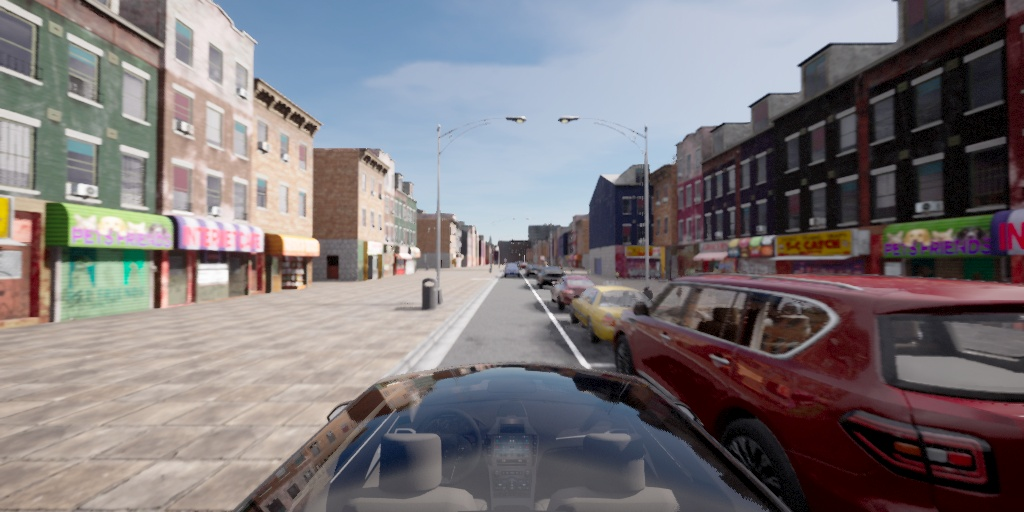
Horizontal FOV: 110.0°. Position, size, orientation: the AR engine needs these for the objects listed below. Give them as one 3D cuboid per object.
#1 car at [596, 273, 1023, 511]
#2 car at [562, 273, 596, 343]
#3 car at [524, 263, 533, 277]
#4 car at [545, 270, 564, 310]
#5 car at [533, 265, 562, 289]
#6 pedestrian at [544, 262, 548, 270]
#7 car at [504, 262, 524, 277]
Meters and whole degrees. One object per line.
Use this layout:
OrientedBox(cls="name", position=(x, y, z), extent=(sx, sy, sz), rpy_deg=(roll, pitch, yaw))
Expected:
OrientedBox(cls="car", position=(2.638, 1.086, 3.880), extent=(2.192, 1.841, 5.009), rpy_deg=(0, 0, 0))
OrientedBox(cls="car", position=(2.638, 1.355, 9.725), extent=(1.751, 1.417, 4.829), rpy_deg=(0, 0, 0))
OrientedBox(cls="car", position=(2.640, 1.776, 43.597), extent=(1.948, 1.339, 4.313), rpy_deg=(0, 0, 0))
OrientedBox(cls="car", position=(2.639, 1.471, 15.229), extent=(1.802, 1.307, 4.207), rpy_deg=(0, 0, 0))
OrientedBox(cls="car", position=(2.751, 1.511, 25.878), extent=(1.837, 1.490, 4.892), rpy_deg=(0, -1, 0))
OrientedBox(cls="pedestrian", position=(2.751, 1.332, 28.831), extent=(0.375, 1.860, 0.375), rpy_deg=(0, -1, 0))
OrientedBox(cls="car", position=(0.029, 1.748, 42.800), extent=(2.033, 1.411, 5.357), rpy_deg=(0, -1, 0))
